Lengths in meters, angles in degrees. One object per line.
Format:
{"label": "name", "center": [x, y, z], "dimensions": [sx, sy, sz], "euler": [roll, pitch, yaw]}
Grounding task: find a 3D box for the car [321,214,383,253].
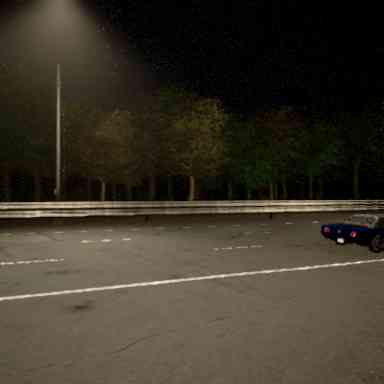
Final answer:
{"label": "car", "center": [7.586, 1.533, 13.236], "dimensions": [4.718, 1.301, 1.895], "euler": [0, 1, -22]}
